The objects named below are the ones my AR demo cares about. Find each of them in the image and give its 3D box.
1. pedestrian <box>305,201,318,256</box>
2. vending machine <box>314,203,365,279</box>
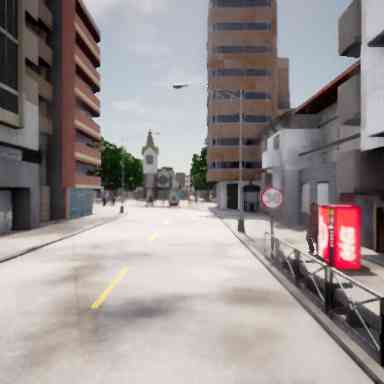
[{"bbox_3d":[3.969,1.150,10.798,0.375,1.860,0.375,0,0,0],"label":"pedestrian"},{"bbox_3d":[4.301,1.379,9.749,1.100,2.100,0.880,0,0,0],"label":"vending machine"}]
